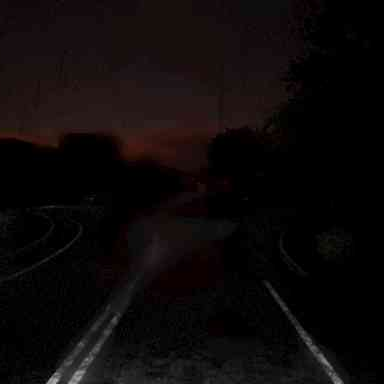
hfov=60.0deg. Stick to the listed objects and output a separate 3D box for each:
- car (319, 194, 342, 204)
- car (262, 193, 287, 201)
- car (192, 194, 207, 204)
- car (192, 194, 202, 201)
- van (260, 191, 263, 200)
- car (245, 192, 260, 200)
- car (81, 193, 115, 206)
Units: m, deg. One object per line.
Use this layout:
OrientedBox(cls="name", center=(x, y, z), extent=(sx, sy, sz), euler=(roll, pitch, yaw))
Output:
OrientedBox(cls="car", center=(23.642, 1.129, 57.146), extent=(2.097, 1.767, 4.553), euler=(1, 0, -12))
OrientedBox(cls="car", center=(18.298, 1.361, 72.255), extent=(1.837, 1.490, 4.892), euler=(2, -2, -34))
OrientedBox(cls="car", center=(1.324, 1.300, 58.860), extent=(2.033, 1.411, 5.357), euler=(0, 0, -10))
OrientedBox(cls="car", center=(1.248, 1.166, 76.091), extent=(2.128, 1.511, 4.902), euler=(1, 0, 3))
OrientedBox(cls="van", center=(20.507, 1.256, 85.910), extent=(4.442, 1.987, 1.878), euler=(1, 1, 3))
OrientedBox(cls="car", center=(15.548, 1.384, 86.248), extent=(1.994, 1.385, 4.181), euler=(1, 1, 3))
OrientedBox(cls="car", center=(-12.068, 0.915, 42.827), extent=(2.097, 1.767, 4.553), euler=(0, -1, 28))
